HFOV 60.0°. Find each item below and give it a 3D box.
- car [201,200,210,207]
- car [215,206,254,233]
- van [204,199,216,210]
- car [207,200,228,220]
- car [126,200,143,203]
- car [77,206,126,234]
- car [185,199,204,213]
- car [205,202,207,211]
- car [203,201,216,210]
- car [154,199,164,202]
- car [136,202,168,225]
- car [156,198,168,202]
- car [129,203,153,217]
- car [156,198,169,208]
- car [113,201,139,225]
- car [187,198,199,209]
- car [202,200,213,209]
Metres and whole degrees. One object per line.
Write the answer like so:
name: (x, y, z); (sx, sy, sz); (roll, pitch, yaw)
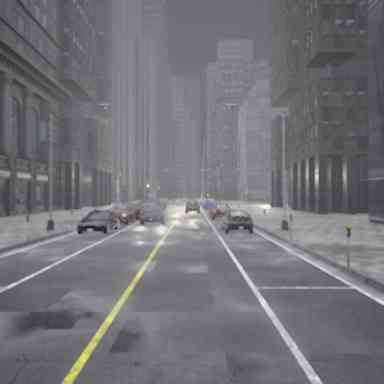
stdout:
car: (2.785, 2.416, 71.408); (1.802, 1.307, 4.206); (0, -1, 0)
car: (2.769, 1.787, 20.931); (2.008, 1.369, 4.403); (0, -1, 0)
van: (2.777, 1.899, 48.978); (1.690, 1.788, 3.998); (0, -1, 0)
car: (2.773, 1.803, 32.150); (1.967, 1.590, 4.097); (0, -1, 0)
car: (-5.752, 1.677, 32.150); (2.192, 1.841, 5.009); (0, -1, 0)
car: (-5.756, 1.802, 20.928); (1.947, 1.339, 4.313); (0, -1, 0)
car: (0.112, 1.996, 44.800); (2.128, 1.511, 4.902); (0, -1, 0)
car: (2.775, 2.009, 37.757); (1.802, 1.307, 4.206); (0, -1, 0)
car: (2.779, 2.169, 54.583); (1.887, 1.381, 4.507); (0, -1, 0)
car: (-5.747, 2.108, 48.974); (2.008, 1.369, 4.403); (0, -1, 0)
car: (-3.001, 1.811, 26.852); (1.837, 1.490, 4.892); (0, -1, 0)
car: (-5.744, 2.008, 60.194); (2.192, 1.841, 5.009); (0, -1, 0)
car: (-5.751, 1.977, 37.756); (2.008, 1.369, 4.403); (0, -1, 0)
car: (-5.742, 2.078, 65.803); (2.192, 1.841, 5.009); (0, -1, 0)
car: (-5.754, 1.739, 26.539); (1.967, 1.590, 4.097); (0, -1, 0)
car: (0.120, 2.056, 60.702); (2.097, 1.767, 4.553); (0, 0, 0)
car: (2.781, 2.221, 60.362); (1.752, 1.417, 4.829); (0, -1, 0)
